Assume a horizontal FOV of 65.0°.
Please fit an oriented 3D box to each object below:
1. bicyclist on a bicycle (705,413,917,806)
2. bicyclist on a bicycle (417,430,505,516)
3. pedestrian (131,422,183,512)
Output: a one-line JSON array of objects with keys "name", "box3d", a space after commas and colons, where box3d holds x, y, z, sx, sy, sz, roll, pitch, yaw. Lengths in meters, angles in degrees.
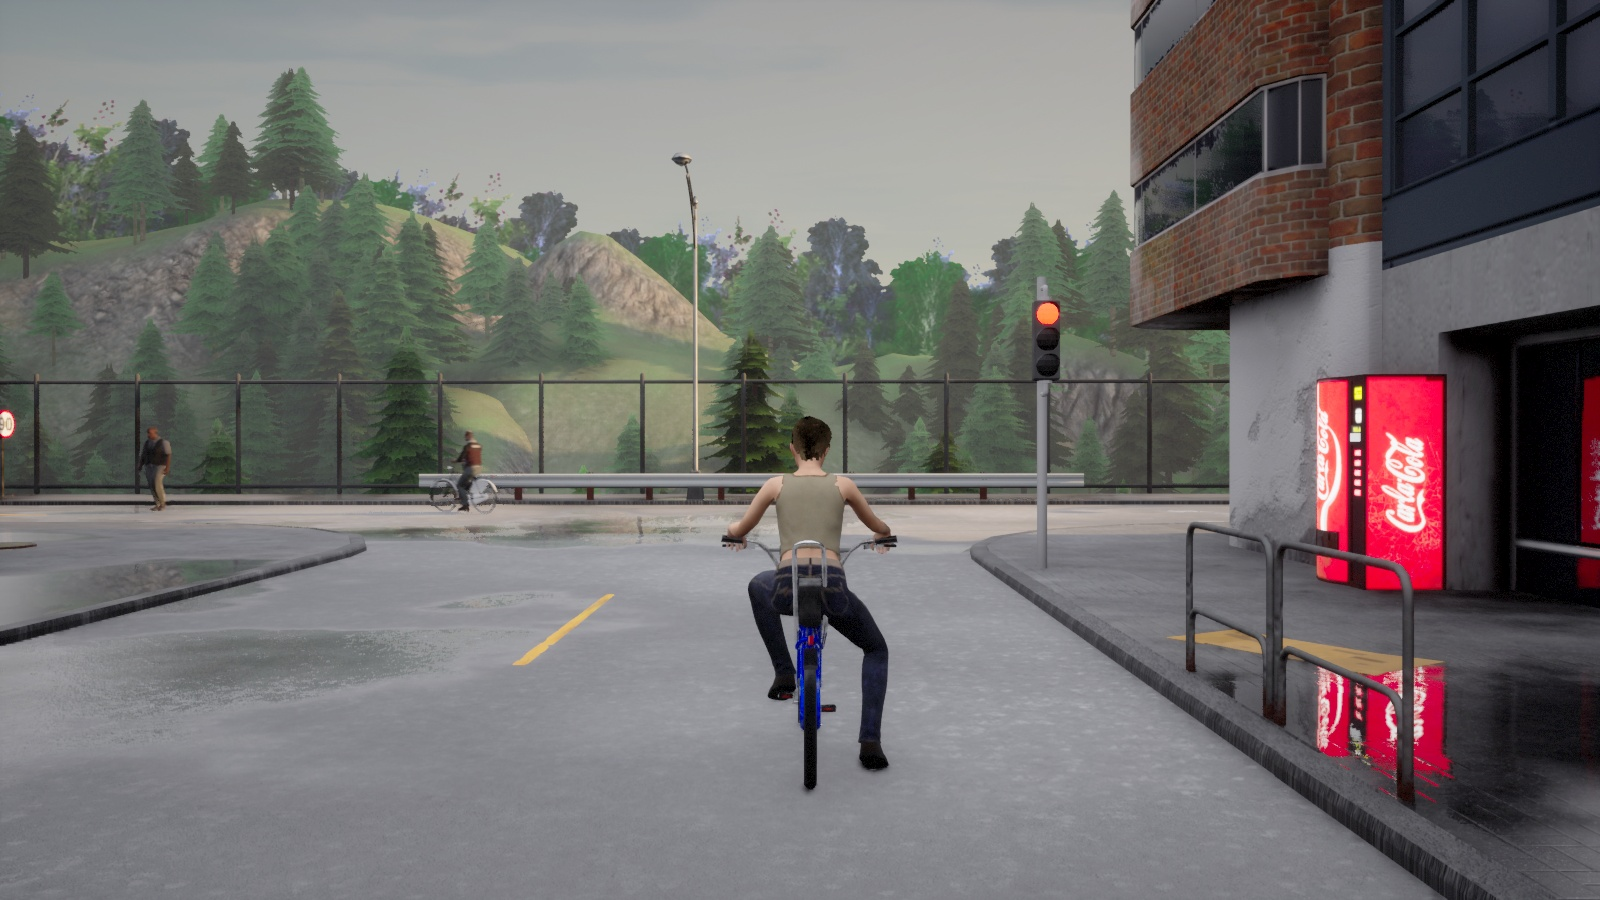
[{"name": "bicyclist on a bicycle", "box3d": [0.045, 0.650, 5.896, 0.866, 1.612, 1.509, 0, 0, 0]}, {"name": "bicyclist on a bicycle", "box3d": [-7.187, 0.461, 26.581, 1.843, 1.776, 0.659, 0, 2, 29]}, {"name": "pedestrian", "box3d": [-13.635, 0.354, 26.634, 0.563, 1.883, 0.849, 0, 0, 13]}]
